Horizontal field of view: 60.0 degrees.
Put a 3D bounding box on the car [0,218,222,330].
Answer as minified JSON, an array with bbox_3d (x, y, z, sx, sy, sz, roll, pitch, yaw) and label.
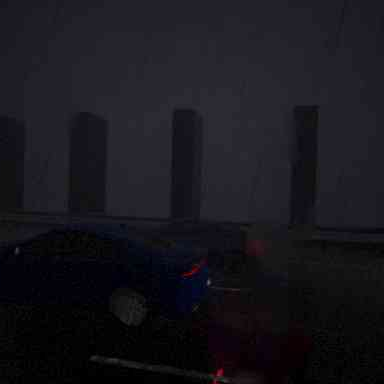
[{"bbox_3d":[-2.111,1.326,6.363,5.008,1.535,1.882,2,1,13],"label":"car"}]

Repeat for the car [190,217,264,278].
[{"bbox_3d":[-0.091,1.423,9.484,4.181,1.385,1.994,2,1,13],"label":"car"}]
